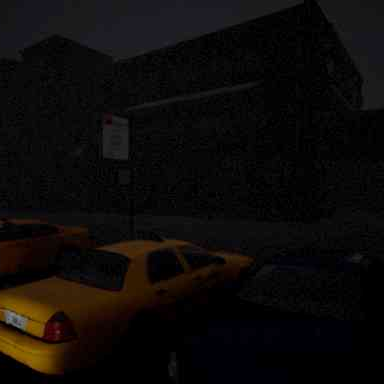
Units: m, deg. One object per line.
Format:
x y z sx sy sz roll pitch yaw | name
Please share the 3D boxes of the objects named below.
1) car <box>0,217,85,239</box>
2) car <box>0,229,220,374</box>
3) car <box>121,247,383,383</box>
-5.209 1.518 9.076 2.097 1.535 5.008 0 0 36 | car
-0.581 1.485 5.997 1.946 1.575 5.366 0 0 35 | car
1.569 1.521 4.239 2.002 1.452 4.674 0 0 35 | car
